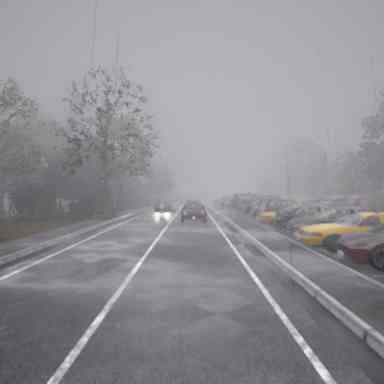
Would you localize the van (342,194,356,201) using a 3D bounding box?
[{"bbox_3d":[20.079,1.179,37.985,4.442,1.987,1.878,0,0,0],"label":"van"}]

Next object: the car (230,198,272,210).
[{"bbox_3d":[7.155,1.461,40.798,4.792,1.488,2.163,0,0,0],"label":"car"}]

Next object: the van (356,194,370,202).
[{"bbox_3d":[20.302,1.185,35.082,4.442,1.987,1.878,0,0,0],"label":"van"}]

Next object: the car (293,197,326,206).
[{"bbox_3d":[20.258,1.662,57.347,5.008,1.535,2.097,0,-1,0],"label":"car"}]

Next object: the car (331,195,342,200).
[{"bbox_3d":[20.210,1.426,40.603,5.008,1.535,2.097,0,-1,0],"label":"car"}]

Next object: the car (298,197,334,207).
[{"bbox_3d":[20.248,1.621,54.452,5.008,1.535,2.097,0,-1,0],"label":"car"}]

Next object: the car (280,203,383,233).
[{"bbox_3d":[7.044,1.453,15.839,4.892,1.521,2.231,0,0,0],"label":"car"}]

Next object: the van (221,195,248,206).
[{"bbox_3d":[7.301,1.440,57.463,4.442,1.987,1.878,0,-1,0],"label":"van"}]

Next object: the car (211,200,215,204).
[{"bbox_3d":[7.185,1.532,65.792,5.566,2.045,2.435,0,-1,0],"label":"car"}]

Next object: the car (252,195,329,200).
[{"bbox_3d":[7.036,1.310,24.168,4.553,1.767,2.185,0,0,0],"label":"car"}]

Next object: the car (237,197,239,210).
[{"bbox_3d":[7.099,1.459,32.496,4.674,1.452,2.002,0,0,0],"label":"car"}]

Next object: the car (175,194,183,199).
[{"bbox_3d":[-3.075,1.439,79.528,2.150,2.045,5.566,0,-2,0],"label":"car"}]

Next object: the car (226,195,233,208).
[{"bbox_3d":[7.144,1.156,38.048,5.566,2.045,2.435,0,0,0],"label":"car"}]

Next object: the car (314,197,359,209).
[{"bbox_3d":[20.040,1.501,46.142,5.366,1.575,1.946,0,-1,0],"label":"car"}]

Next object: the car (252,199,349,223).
[{"bbox_3d":[6.872,1.438,21.392,5.366,1.575,1.946,0,0,0],"label":"car"}]

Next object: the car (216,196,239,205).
[{"bbox_3d":[7.254,1.700,68.561,4.553,1.767,2.185,0,-1,0],"label":"car"}]

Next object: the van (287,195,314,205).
[{"bbox_3d":[20.399,1.513,62.765,4.442,1.987,1.878,0,-1,0],"label":"van"}]

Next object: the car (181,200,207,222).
[{"bbox_3d":[0.131,1.542,25.661,1.895,1.301,4.718,0,0,0],"label":"car"}]

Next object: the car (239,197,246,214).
[{"bbox_3d":[7.081,1.424,29.720,5.008,1.535,2.097,0,0,0],"label":"car"}]

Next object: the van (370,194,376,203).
[{"bbox_3d":[20.293,1.190,32.437,4.442,1.987,1.878,0,0,0],"label":"van"}]

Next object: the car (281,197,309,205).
[{"bbox_3d":[20.286,1.779,65.532,4.892,1.521,2.231,0,-1,0],"label":"car"}]

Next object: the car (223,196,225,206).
[{"bbox_3d":[7.148,1.550,46.356,4.674,1.452,2.002,0,-1,0],"label":"car"}]

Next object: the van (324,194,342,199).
[{"bbox_3d":[20.098,1.240,43.377,4.442,1.987,1.878,0,-1,0],"label":"van"}]

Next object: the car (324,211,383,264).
[{"bbox_3d":[6.990,1.492,10.287,4.792,1.488,2.163,0,0,0],"label":"car"}]

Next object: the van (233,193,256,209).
[{"bbox_3d":[6.989,1.187,35.272,4.442,1.987,1.878,0,0,0],"label":"van"}]

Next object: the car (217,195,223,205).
[{"bbox_3d":[7.180,1.627,54.684,5.008,1.535,2.097,0,-1,0],"label":"car"}]

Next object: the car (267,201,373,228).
[{"bbox_3d":[7.042,1.447,18.615,4.892,1.521,2.231,0,0,0],"label":"car"}]

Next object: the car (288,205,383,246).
[{"bbox_3d":[6.843,1.454,13.064,5.366,1.575,1.946,0,0,0],"label":"car"}]

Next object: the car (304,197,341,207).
[{"bbox_3d":[20.238,1.583,51.682,4.892,1.521,2.231,0,-1,0],"label":"car"}]

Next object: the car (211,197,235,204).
[{"bbox_3d":[7.067,1.986,76.876,5.366,1.575,1.946,0,-1,0],"label":"car"}]

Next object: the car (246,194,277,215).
[{"bbox_3d":[7.046,1.304,26.944,4.553,1.767,2.185,0,0,0],"label":"car"}]

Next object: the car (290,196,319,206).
[{"bbox_3d":[20.241,1.574,59.994,4.553,1.767,2.185,0,-1,0],"label":"car"}]

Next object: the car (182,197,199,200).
[{"bbox_3d":[0.164,1.499,41.402,2.128,1.511,4.902,0,0,0],"label":"car"}]

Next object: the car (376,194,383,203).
[{"bbox_3d":[20.138,1.170,29.666,5.566,2.045,2.435,0,0,0],"label":"car"}]

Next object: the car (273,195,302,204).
[{"bbox_3d":[20.339,1.612,71.072,5.566,2.045,2.435,0,-1,0],"label":"car"}]

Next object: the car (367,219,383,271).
[{"bbox_3d":[6.980,1.498,7.511,4.792,1.488,2.163,0,0,0],"label":"car"}]

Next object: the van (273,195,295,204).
[{"bbox_3d":[20.439,1.695,73.962,4.442,1.987,1.878,0,-1,0],"label":"van"}]

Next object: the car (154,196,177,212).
[{"bbox_3d":[-3.285,1.480,38.705,2.128,1.511,4.902,0,0,0],"label":"car"}]

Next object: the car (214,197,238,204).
[{"bbox_3d":[7.239,1.872,71.336,5.008,1.535,2.097,0,-1,0],"label":"car"}]

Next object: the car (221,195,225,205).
[{"bbox_3d":[7.125,1.578,49.134,4.792,1.488,2.163,0,-1,0],"label":"car"}]

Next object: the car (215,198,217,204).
[{"bbox_3d":[7.233,1.774,63.011,4.792,1.488,2.163,0,-1,0],"label":"car"}]
